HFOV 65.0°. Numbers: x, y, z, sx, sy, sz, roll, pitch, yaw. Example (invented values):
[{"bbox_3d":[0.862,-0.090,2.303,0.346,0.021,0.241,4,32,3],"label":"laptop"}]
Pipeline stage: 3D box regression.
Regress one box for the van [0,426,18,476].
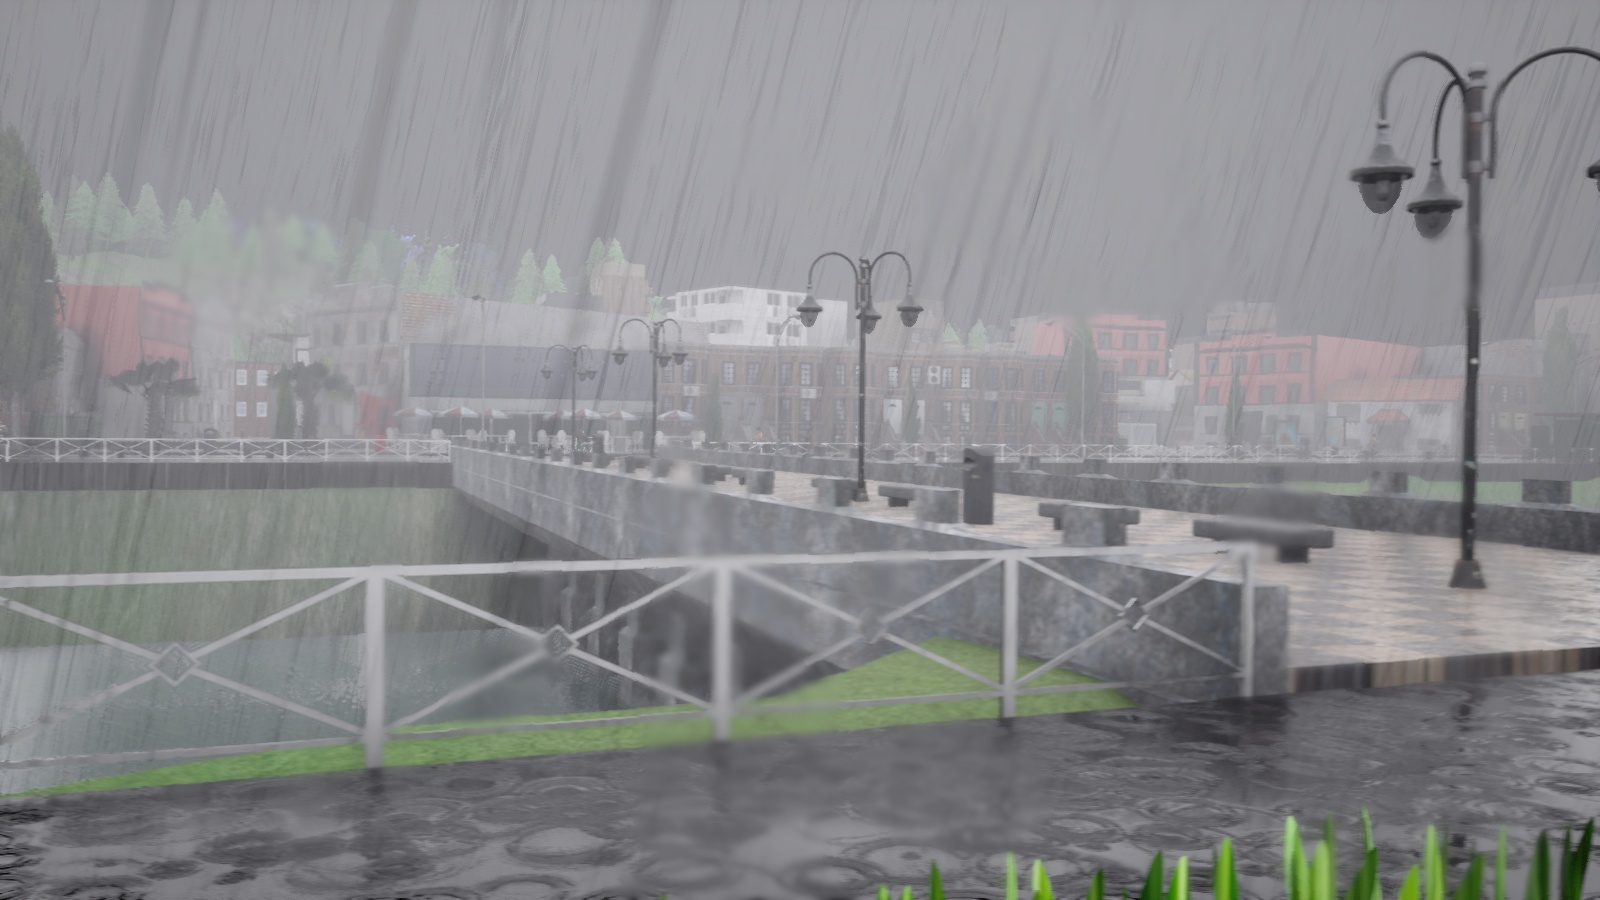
[{"bbox_3d":[-35.257,0.055,52.071,4.480,2.038,2.069,-1,1,-21],"label":"van"}]
